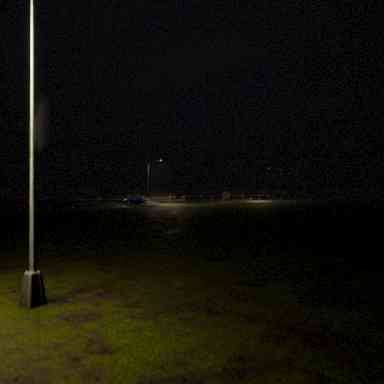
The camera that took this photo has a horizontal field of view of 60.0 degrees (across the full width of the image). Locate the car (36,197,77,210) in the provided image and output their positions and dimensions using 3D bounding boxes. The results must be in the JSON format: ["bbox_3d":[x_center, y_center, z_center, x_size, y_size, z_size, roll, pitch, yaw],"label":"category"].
[{"bbox_3d":[-16.661,1.405,41.046,1.882,1.535,5.008,1,1,43],"label":"car"}]

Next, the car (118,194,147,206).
[{"bbox_3d":[-9.503,1.209,52.943,2.097,1.767,4.553,1,1,44],"label":"car"}]
